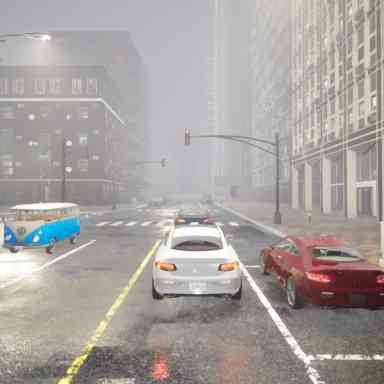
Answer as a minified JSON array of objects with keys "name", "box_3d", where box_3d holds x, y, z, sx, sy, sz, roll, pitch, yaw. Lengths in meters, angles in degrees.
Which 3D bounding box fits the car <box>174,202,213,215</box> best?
[{"name":"car","box_3d":[0.072,1.509,17.386,2.163,1.488,4.792,0,0,-1]}]

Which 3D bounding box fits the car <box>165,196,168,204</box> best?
[{"name":"car","box_3d":[-5.692,1.564,56.764,2.008,1.369,4.403,1,0,0]}]

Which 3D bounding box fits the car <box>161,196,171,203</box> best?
[{"name":"car","box_3d":[-5.696,1.598,73.728,1.802,1.307,4.206,1,0,0]}]

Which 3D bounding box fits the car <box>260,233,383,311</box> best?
[{"name":"car","box_3d":[2.699,1.584,7.511,1.802,1.307,4.206,1,0,0]}]

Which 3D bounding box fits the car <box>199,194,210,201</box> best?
[{"name":"car","box_3d":[2.691,1.329,62.423,2.192,1.841,5.009,1,0,0]}]

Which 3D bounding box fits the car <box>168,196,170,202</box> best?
[{"name":"car","box_3d":[-5.693,1.580,62.419,1.947,1.339,4.313,1,0,0]}]

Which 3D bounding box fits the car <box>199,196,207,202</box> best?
[{"name":"car","box_3d":[2.682,1.599,79.387,1.802,1.307,4.206,1,0,0]}]

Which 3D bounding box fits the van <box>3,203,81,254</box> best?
[{"name":"van","box_3d":[-5.765,1.345,13.193,1.690,1.788,3.998,1,0,0]}]

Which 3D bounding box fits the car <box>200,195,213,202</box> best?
[{"name":"car","box_3d":[2.688,1.595,56.768,1.802,1.307,4.206,1,0,0]}]

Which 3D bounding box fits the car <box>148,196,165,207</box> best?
[{"name":"car","box_3d":[-5.690,1.563,51.109,2.008,1.369,4.403,1,0,0]}]

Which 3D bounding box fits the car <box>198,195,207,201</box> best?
[{"name":"car","box_3d":[2.681,1.569,85.042,2.008,1.369,4.403,1,0,0]}]

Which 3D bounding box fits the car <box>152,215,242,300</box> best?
[{"name":"car","box_3d":[0.103,1.528,8.273,1.812,1.442,4.674,0,0,0]}]
